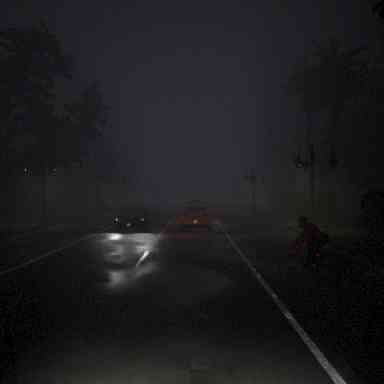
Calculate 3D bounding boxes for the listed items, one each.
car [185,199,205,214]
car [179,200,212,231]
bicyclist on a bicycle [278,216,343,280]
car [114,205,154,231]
[{"bbox_3d":[0.302,1.544,36.883,2.033,1.411,5.357,0,0,0],"label":"car"},{"bbox_3d":[0.210,1.476,20.848,1.882,1.535,5.008,0,0,1],"label":"car"},{"bbox_3d":[3.005,1.446,8.485,1.656,1.620,0.582,-2,0,0],"label":"bicyclist on a bicycle"},{"bbox_3d":[-3.447,1.524,20.531,1.812,1.442,4.674,0,0,1],"label":"car"}]
